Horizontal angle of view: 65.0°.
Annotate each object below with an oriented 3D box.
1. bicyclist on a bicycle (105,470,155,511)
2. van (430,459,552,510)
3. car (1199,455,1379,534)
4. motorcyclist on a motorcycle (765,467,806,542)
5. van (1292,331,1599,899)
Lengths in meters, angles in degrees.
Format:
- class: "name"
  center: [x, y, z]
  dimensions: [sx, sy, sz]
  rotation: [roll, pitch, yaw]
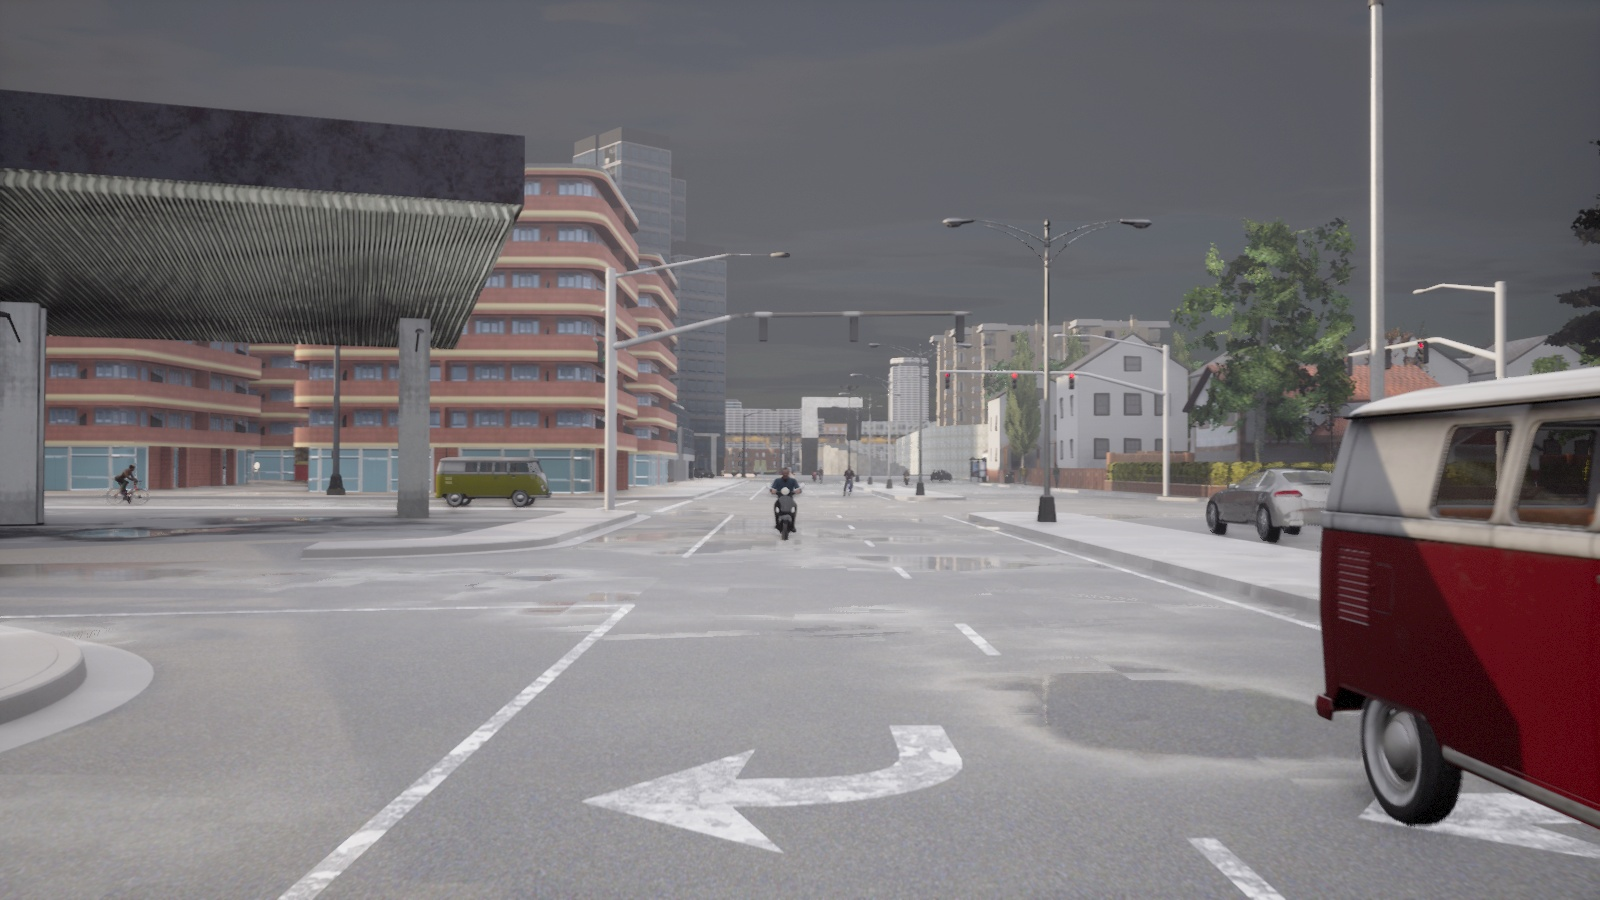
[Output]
- class: "bicyclist on a bicycle"
  center: [-26.569, 1.615, 49.790]
  dimensions: [1.656, 1.620, 0.582]
  rotation: [0, -1, -2]
- class: "van"
  center: [-12.299, 1.362, 50.169]
  dimensions: [4.442, 1.987, 1.775]
  rotation: [0, -1, -2]
- class: "car"
  center: [11.160, 0.978, 29.140]
  dimensions: [2.152, 1.651, 5.027]
  rotation: [0, -1, -1]
- class: "motorcyclist on a motorcycle"
  center: [-0.325, 1.178, 27.622]
  dimensions: [0.866, 1.590, 1.817]
  rotation: [0, -1, -1]
- class: "van"
  center: [3.453, 0.613, 4.253]
  dimensions: [1.775, 1.987, 4.442]
  rotation: [0, -1, -1]
